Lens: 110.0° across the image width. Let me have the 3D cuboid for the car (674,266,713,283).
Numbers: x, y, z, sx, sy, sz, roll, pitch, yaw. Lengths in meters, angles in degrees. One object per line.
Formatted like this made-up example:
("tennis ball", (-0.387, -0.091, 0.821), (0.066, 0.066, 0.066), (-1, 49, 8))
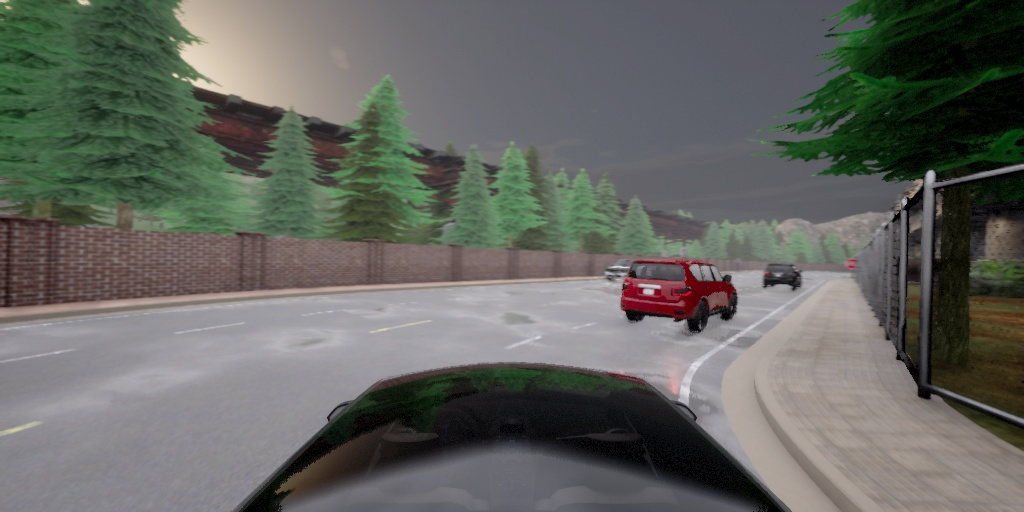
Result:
("car", (17.977, 1.791, 35.463), (2.128, 1.511, 4.902), (2, 0, 43))

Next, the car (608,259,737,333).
("car", (5.657, 1.144, 11.859), (2.150, 2.045, 5.566), (2, 0, 44))

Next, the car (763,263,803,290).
("car", (22.339, 1.657, 29.585), (2.150, 2.045, 5.566), (2, 0, 43))

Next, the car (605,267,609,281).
("car", (10.593, 1.292, 32.652), (2.150, 2.045, 5.566), (2, 0, 43))
